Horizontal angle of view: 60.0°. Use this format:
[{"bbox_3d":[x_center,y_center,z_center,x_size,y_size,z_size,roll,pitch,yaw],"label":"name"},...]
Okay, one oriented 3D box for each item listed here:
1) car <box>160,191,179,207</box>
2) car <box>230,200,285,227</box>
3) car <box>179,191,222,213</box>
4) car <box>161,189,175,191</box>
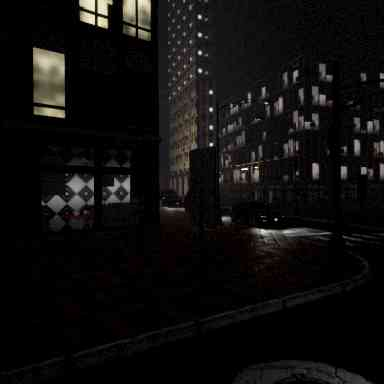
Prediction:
[{"bbox_3d":[-2.416,1.036,40.672,1.837,1.490,4.892,-1,1,-18],"label":"car"},{"bbox_3d":[4.094,1.316,21.545,1.837,1.490,4.892,-1,1,-19],"label":"car"},{"bbox_3d":[0.886,0.895,30.947,2.150,2.045,5.566,-1,1,-19],"label":"car"},{"bbox_3d":[-4.068,0.537,54.633,2.150,2.045,5.566,-1,1,-18],"label":"car"}]
